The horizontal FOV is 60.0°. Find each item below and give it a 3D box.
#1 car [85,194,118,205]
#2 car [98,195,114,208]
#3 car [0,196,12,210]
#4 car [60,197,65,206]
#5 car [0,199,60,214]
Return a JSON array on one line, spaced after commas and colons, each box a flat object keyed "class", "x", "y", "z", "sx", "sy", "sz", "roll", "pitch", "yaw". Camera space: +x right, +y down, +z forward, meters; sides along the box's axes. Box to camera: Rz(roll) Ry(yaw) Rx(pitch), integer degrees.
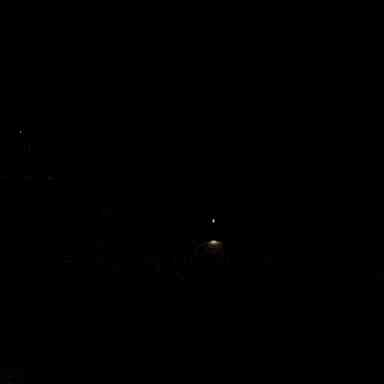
[{"class": "car", "x": -13.235, "y": 1.081, "z": 48.807, "sx": 1.947, "sy": 1.339, "sz": 4.313, "roll": 2, "pitch": 2, "yaw": 35}, {"class": "car", "x": -9.002, "y": 1.243, "z": 40.054, "sx": 1.802, "sy": 1.307, "sz": 4.206, "roll": 2, "pitch": 2, "yaw": 35}, {"class": "car", "x": -22.385, "y": 1.231, "z": 35.954, "sx": 1.752, "sy": 1.417, "sz": 4.829, "roll": 2, "pitch": 2, "yaw": 35}, {"class": "car", "x": -16.251, "y": 1.130, "z": 44.569, "sx": 2.008, "sy": 1.369, "sz": 4.403, "roll": 2, "pitch": 2, "yaw": 35}, {"class": "car", "x": -15.240, "y": 1.340, "z": 31.292, "sx": 2.008, "sy": 1.369, "sz": 4.403, "roll": 2, "pitch": 2, "yaw": 35}]
